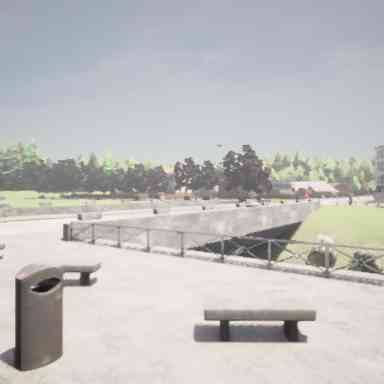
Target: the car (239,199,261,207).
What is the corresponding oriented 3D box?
[{"bbox_3d":[8.164,1.596,44.293,1.895,1.301,4.718,0,0,35],"label":"car"}]
